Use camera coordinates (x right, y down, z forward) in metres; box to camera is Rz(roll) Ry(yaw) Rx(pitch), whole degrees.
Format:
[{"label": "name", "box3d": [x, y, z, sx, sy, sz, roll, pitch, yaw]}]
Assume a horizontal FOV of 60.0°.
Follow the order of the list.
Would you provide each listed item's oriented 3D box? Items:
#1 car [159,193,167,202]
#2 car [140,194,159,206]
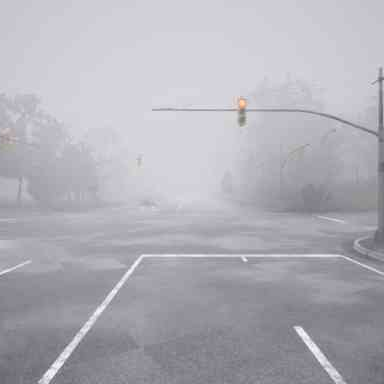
[{"label": "car", "box3d": [-7.000, 1.225, 78.027, 2.150, 2.045, 5.566, 0, 0, 0]}, {"label": "car", "box3d": [-7.000, 1.314, 53.073, 2.097, 1.767, 4.553, 0, 0, 0]}]
